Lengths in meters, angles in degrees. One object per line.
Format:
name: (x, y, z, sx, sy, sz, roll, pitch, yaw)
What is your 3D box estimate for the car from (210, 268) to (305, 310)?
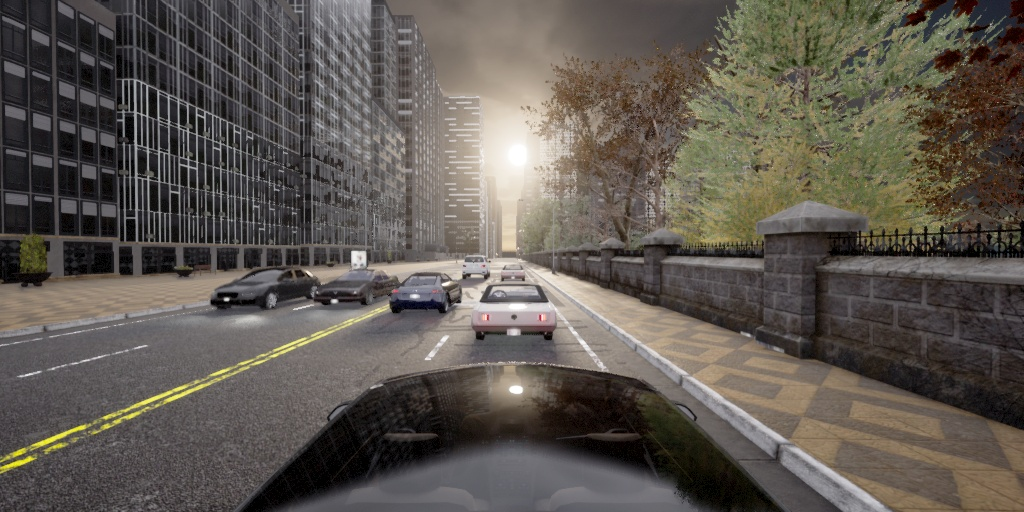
car: (-9.846, 1.253, 14.798, 1.837, 1.490, 4.892, 0, 0, 0)

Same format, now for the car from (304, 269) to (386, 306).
car: (-6.598, 1.295, 15.989, 2.033, 1.411, 5.357, 0, 0, 0)

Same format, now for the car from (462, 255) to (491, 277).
car: (-3.147, 0.971, 32.203, 2.150, 2.045, 5.566, 0, 0, 0)

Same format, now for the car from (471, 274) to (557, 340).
car: (0.061, 1.349, 9.921, 1.895, 1.301, 4.718, 0, 0, 0)

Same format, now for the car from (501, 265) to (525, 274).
car: (0.089, 1.350, 29.295, 1.895, 1.301, 4.718, 0, 0, 0)

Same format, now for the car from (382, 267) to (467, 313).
car: (-3.164, 1.311, 13.918, 1.994, 1.385, 4.181, 0, 0, 2)
